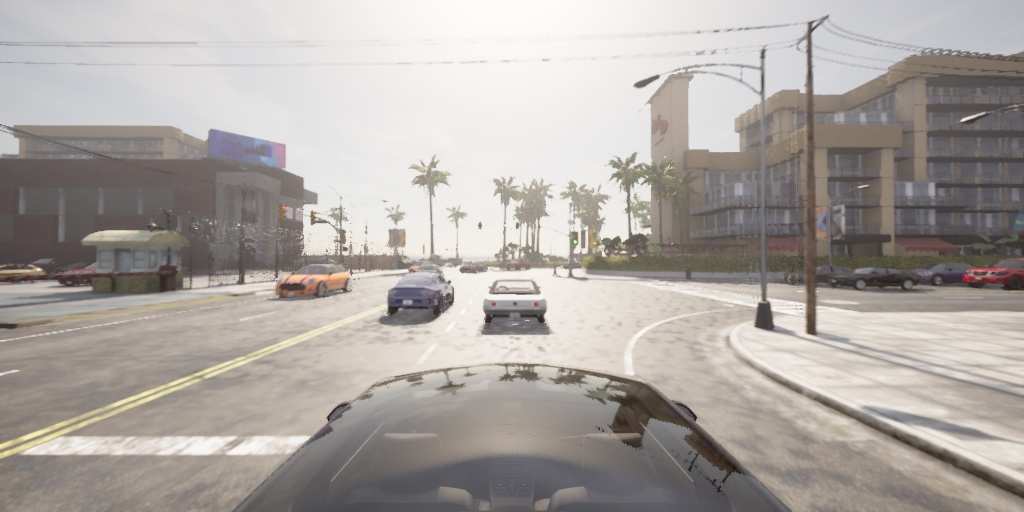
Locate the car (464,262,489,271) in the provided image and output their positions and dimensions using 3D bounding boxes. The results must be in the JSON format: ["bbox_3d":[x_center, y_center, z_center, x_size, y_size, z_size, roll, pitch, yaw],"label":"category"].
[{"bbox_3d":[-5.704,1.673,57.961,1.837,1.490,4.892,0,-1,26],"label":"car"}]

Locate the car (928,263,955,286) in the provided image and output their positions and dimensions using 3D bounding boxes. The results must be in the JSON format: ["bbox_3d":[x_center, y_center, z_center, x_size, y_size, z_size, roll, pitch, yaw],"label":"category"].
[{"bbox_3d":[32.572,1.304,27.260,4.553,1.767,2.097,0,0,0],"label":"car"}]

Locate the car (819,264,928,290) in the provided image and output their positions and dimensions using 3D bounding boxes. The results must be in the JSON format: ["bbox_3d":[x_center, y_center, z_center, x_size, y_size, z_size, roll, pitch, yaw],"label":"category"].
[{"bbox_3d":[23.728,1.400,23.686,5.008,1.535,1.882,0,0,-1],"label":"car"}]

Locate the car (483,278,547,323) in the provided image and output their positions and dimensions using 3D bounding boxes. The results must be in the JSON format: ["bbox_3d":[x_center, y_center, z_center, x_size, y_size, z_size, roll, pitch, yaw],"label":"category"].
[{"bbox_3d":[0.088,1.432,12.562,1.895,1.301,4.718,0,0,0],"label":"car"}]

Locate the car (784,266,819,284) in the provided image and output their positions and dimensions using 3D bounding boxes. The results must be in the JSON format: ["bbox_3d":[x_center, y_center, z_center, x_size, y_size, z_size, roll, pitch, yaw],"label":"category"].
[{"bbox_3d":[23.381,1.453,27.183,4.892,1.490,1.837,0,0,-1],"label":"car"}]

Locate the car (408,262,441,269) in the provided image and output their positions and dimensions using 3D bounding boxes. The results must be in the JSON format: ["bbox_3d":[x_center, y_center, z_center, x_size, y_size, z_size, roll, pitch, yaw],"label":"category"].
[{"bbox_3d":[-7.054,1.466,30.349,1.837,1.490,4.892,0,-1,1],"label":"car"}]

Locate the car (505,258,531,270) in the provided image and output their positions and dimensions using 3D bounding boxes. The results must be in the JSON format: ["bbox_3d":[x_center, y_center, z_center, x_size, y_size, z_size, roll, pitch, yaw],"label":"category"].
[{"bbox_3d":[1.126,1.429,62.835,2.150,2.045,5.566,0,-1,35],"label":"car"}]

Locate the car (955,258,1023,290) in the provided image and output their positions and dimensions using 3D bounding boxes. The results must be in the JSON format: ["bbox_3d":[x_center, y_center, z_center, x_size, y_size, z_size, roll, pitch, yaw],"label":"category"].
[{"bbox_3d":[33.671,1.148,23.773,5.566,2.045,2.150,0,0,0],"label":"car"}]

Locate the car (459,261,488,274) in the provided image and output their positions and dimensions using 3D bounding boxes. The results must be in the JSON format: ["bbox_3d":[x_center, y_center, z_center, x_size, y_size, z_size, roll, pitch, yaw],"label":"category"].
[{"bbox_3d":[-5.416,1.449,48.494,2.097,1.767,4.553,0,0,16],"label":"car"}]

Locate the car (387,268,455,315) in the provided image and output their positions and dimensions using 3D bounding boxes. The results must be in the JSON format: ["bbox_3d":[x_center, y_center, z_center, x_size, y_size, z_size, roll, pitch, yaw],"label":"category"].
[{"bbox_3d":[-3.418,1.366,14.018,1.812,1.442,4.674,0,0,0],"label":"car"}]

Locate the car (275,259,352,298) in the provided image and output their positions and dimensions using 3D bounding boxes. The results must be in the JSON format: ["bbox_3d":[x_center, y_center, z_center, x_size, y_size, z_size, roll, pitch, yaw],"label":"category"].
[{"bbox_3d":[-10.605,1.231,19.507,2.097,1.767,4.553,0,0,0],"label":"car"}]
